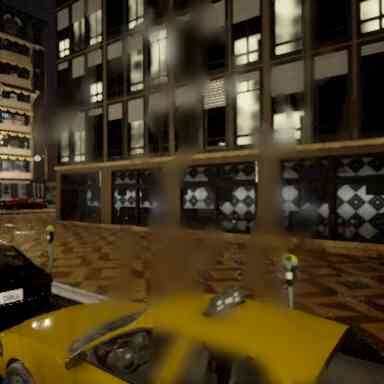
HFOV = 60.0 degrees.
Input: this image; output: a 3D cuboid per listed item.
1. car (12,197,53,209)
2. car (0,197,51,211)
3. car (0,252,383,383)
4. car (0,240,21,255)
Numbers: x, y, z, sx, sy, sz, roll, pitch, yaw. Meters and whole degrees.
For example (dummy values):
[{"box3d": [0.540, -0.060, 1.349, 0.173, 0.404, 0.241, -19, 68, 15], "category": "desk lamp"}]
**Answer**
[{"box3d": [-19.957, 1.315, 41.810, 1.947, 1.339, 4.313, -1, -1, 35], "category": "car"}, {"box3d": [-16.327, 1.242, 32.447, 1.802, 1.307, 4.206, -1, -1, 35], "category": "car"}, {"box3d": [0.040, 1.510, 2.864, 4.829, 1.417, 1.752, 1, -1, 36], "category": "car"}, {"box3d": [-4.251, 1.497, 5.924, 4.313, 1.339, 1.947, 1, -1, 36], "category": "car"}]
